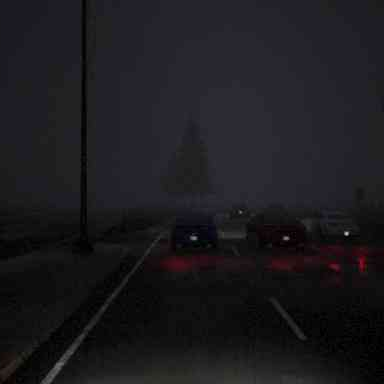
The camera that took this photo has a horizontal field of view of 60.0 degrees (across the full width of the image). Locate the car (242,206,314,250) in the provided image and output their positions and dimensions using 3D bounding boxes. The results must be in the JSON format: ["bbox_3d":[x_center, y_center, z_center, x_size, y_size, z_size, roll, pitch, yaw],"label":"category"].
[{"bbox_3d":[3.639,1.630,15.090,1.882,1.535,5.008,0,-1,1],"label":"car"}]

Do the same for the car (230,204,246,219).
[{"bbox_3d":[4.793,1.898,33.276,1.994,1.385,4.181,0,-1,6],"label":"car"}]

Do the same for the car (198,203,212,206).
[{"bbox_3d":[1.336,1.866,33.842,1.812,1.442,4.674,0,-1,6],"label":"car"}]

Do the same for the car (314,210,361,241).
[{"bbox_3d":[7.217,1.704,17.667,1.812,1.442,4.674,0,-1,2],"label":"car"}]

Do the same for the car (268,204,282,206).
[{"bbox_3d":[8.320,1.899,33.356,1.994,1.385,4.181,0,-1,6],"label":"car"}]

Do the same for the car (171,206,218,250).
[{"bbox_3d":[0.139,1.630,15.094,1.882,1.535,5.008,0,-1,1],"label":"car"}]
